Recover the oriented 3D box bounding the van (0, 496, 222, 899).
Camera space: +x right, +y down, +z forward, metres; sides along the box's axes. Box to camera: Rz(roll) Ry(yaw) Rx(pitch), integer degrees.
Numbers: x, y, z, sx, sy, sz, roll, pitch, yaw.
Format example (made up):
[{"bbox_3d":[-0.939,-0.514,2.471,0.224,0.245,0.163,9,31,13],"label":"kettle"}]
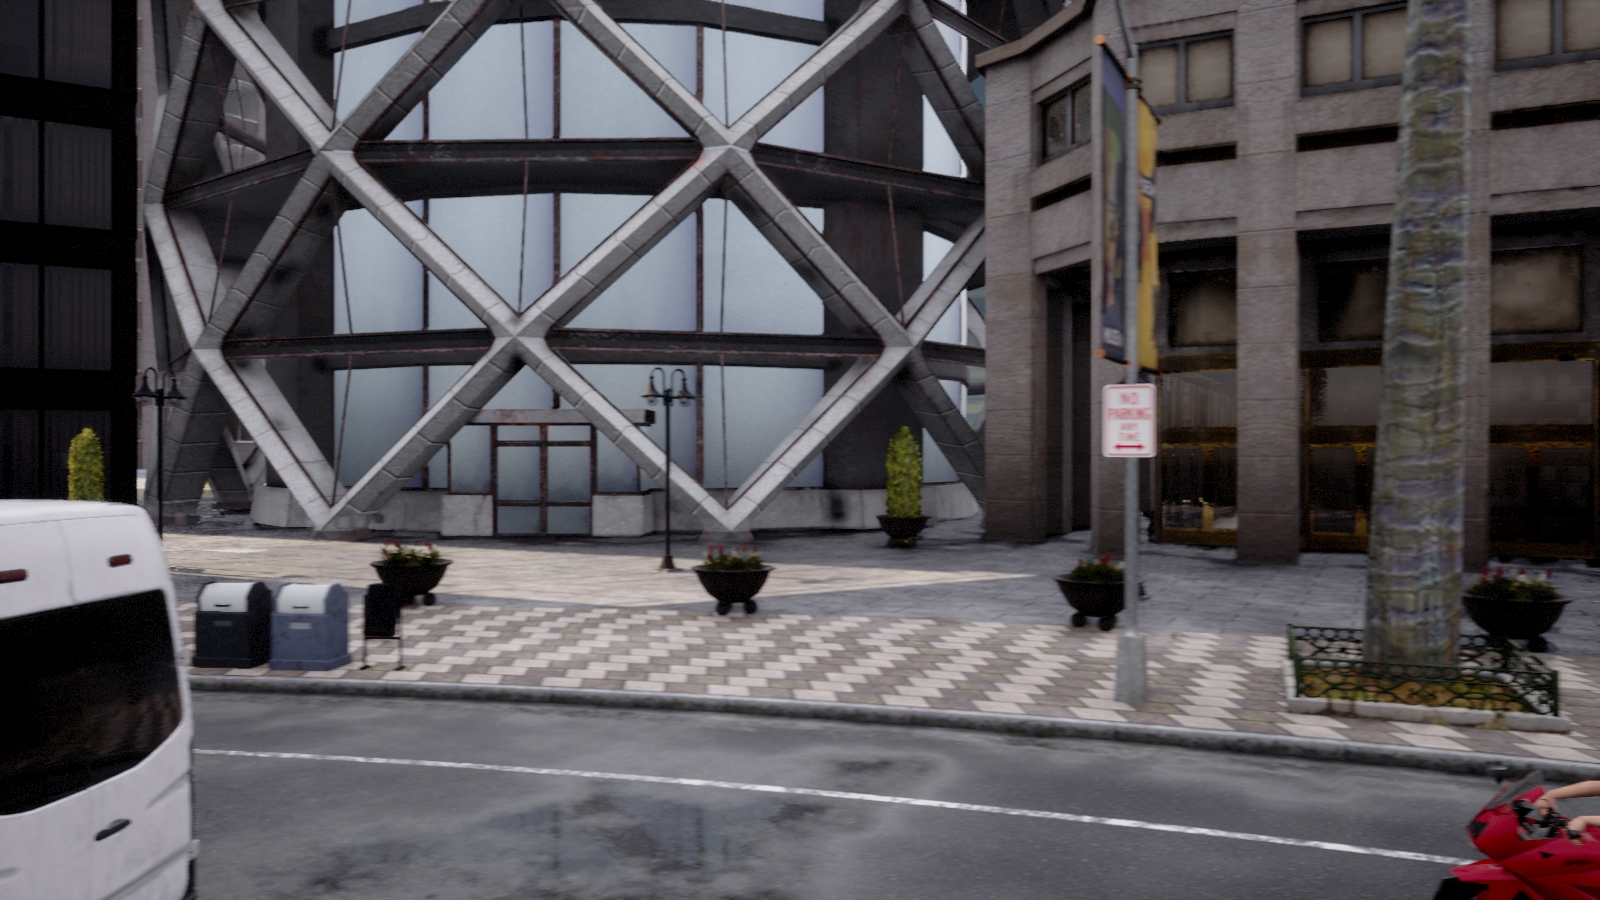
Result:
[{"bbox_3d":[-6.115,1.528,5.346,5.915,2.561,1.988,0,0,5],"label":"van"}]
